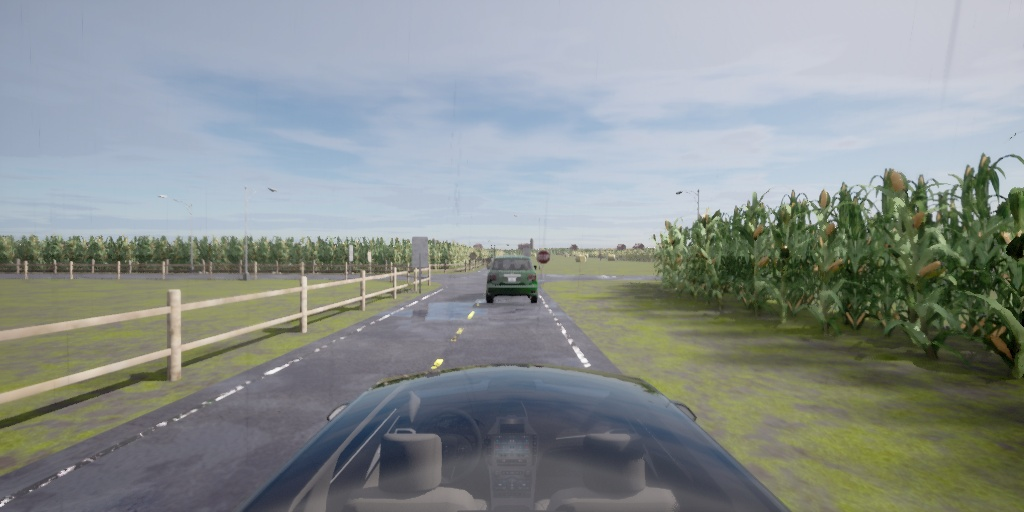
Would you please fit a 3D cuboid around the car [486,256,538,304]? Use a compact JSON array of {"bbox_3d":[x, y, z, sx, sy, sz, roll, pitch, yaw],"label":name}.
[{"bbox_3d":[0.000,0.999,16.530,2.150,2.045,5.566,0,0,0],"label":"car"}]
